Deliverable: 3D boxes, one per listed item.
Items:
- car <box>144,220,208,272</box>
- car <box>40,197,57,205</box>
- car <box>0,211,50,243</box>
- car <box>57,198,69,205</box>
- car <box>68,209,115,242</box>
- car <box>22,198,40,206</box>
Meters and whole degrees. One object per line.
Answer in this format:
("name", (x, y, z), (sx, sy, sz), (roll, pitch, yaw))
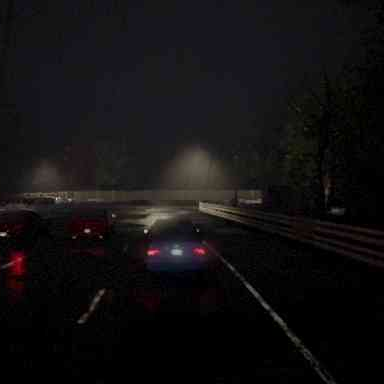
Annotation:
("car", (-0.645, 1.633, 11.153), (2.033, 1.411, 5.357), (0, 0, -6))
("car", (-31.971, 1.938, 72.782), (2.097, 1.767, 4.553), (0, -1, -45))
("car", (-8.542, 1.671, 16.698), (1.812, 1.442, 4.674), (0, 0, -10))
("car", (-29.401, 2.115, 75.155), (1.812, 1.442, 4.674), (0, -1, -45))
("car", (-5.125, 1.620, 17.400), (1.882, 1.535, 5.008), (0, 0, -10))
("car", (-34.583, 2.076, 70.448), (1.837, 1.490, 4.892), (0, -1, -45))
